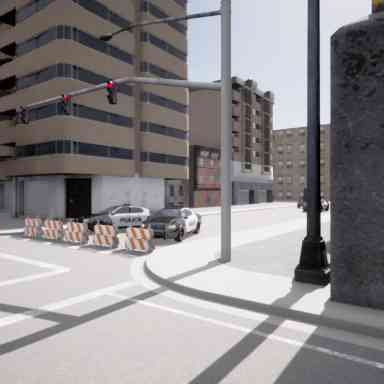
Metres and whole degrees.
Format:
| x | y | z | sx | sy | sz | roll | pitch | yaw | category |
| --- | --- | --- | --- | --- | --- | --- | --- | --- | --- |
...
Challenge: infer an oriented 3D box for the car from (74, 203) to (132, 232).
| x | y | z | sx | sy | sz | roll | pitch | yaw | category |
| --- | --- | --- | --- | --- | --- | --- | --- | --- | --- |
| -4.167 | 1.453 | 19.250 | 4.974 | 1.542 | 2.038 | 0 | 0 | -29 | car |

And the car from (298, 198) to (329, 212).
| x | y | z | sx | sy | sz | roll | pitch | yaw | category |
| --- | --- | --- | --- | --- | --- | --- | --- | --- | --- |
| 14.294 | 1.453 | 38.347 | 2.038 | 1.542 | 4.974 | 0 | 0 | 36 | car |

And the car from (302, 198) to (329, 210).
| x | y | z | sx | sy | sz | roll | pitch | yaw | category |
| --- | --- | --- | --- | --- | --- | --- | --- | --- | --- |
| 14.324 | 1.295 | 38.389 | 1.853 | 1.218 | 4.536 | 0 | 0 | 36 | car |

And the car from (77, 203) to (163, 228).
| x | y | z | sx | sy | sz | roll | pitch | yaw | category |
| --- | --- | --- | --- | --- | --- | --- | --- | --- | --- |
| -4.122 | 1.295 | 19.276 | 4.536 | 1.218 | 1.853 | 0 | 0 | -29 | car |

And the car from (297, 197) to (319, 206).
| x | y | z | sx | sy | sz | roll | pitch | yaw | category |
| --- | --- | --- | --- | --- | --- | --- | --- | --- | --- |
| 16.529 | 1.295 | 47.308 | 1.853 | 1.218 | 4.536 | 0 | 0 | 36 | car |

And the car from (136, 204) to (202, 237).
| x | y | z | sx | sy | sz | roll | pitch | yaw | category |
| --- | --- | --- | --- | --- | --- | --- | --- | --- | --- |
| -0.960 | 1.295 | 16.616 | 1.853 | 1.218 | 4.536 | 0 | 0 | 16 | car |

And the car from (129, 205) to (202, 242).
| x | y | z | sx | sy | sz | roll | pitch | yaw | category |
| --- | --- | --- | --- | --- | --- | --- | --- | --- | --- |
| -0.974 | 1.453 | 16.566 | 2.038 | 1.542 | 4.974 | 0 | 0 | 16 | car |
